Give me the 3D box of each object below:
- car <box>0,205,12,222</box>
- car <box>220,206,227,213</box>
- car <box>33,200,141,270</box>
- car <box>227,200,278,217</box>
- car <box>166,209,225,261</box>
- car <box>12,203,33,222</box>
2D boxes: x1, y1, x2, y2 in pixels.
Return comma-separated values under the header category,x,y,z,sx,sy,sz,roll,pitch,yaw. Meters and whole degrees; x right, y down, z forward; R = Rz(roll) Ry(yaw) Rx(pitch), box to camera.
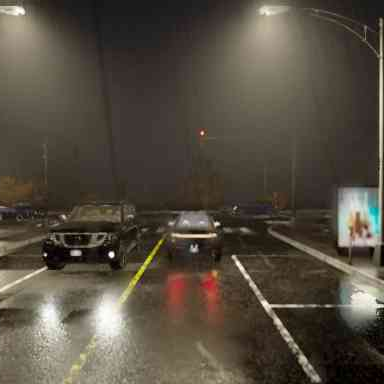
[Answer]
category,x,y,z,sx,sy,sz,roll,pitch,yaw
car,-17.556,1.868,26.419,4.902,1.511,2.128,0,0,2
car,5.669,1.729,36.168,5.357,1.411,2.033,0,0,0
car,-3.139,1.316,11.687,2.150,2.045,5.566,0,-1,-1
car,6.105,1.544,32.916,4.553,1.767,2.097,0,0,0
car,0.079,1.593,12.693,2.128,1.511,4.902,0,0,0
car,-16.405,1.955,29.649,4.718,1.301,1.895,0,0,0
